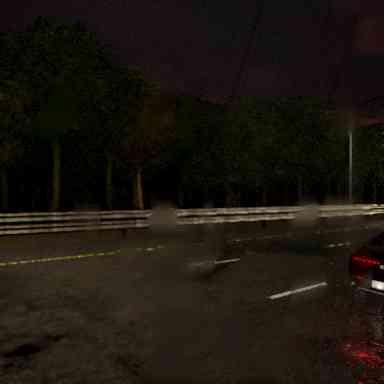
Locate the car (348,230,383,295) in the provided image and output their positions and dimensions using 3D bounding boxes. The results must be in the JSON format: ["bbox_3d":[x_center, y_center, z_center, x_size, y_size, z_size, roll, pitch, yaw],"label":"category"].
[{"bbox_3d":[5.630,1.597,7.890,4.892,1.490,1.837,1,0,-36],"label":"car"}]
